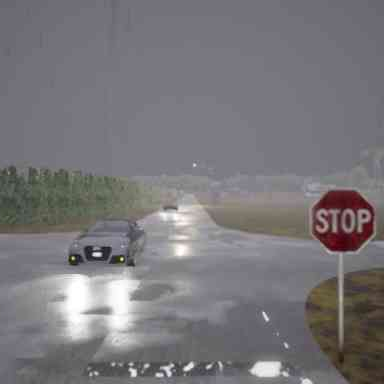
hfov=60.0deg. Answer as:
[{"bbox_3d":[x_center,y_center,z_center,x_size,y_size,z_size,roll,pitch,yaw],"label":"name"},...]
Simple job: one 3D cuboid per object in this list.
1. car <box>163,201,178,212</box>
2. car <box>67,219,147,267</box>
[{"bbox_3d":[-2.803,1.917,44.133,1.895,1.301,4.718,0,0,0],"label":"car"},{"bbox_3d":[-2.747,1.641,11.656,1.994,1.385,4.181,1,0,0],"label":"car"}]
